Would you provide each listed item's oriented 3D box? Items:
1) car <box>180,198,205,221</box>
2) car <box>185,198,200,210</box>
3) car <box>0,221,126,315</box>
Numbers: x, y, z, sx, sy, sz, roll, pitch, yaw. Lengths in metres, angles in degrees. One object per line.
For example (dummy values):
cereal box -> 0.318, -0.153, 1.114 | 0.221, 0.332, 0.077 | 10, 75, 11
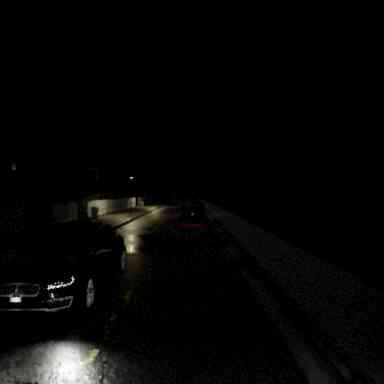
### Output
car -> 0.064, 1.482, 27.066 | 1.882, 1.535, 5.008 | 0, 0, 0
car -> 0.083, 1.530, 44.047 | 1.837, 1.490, 4.892 | 0, 0, 0
car -> -2.809, 1.498, 7.761 | 1.837, 1.490, 4.892 | 0, -1, 0
